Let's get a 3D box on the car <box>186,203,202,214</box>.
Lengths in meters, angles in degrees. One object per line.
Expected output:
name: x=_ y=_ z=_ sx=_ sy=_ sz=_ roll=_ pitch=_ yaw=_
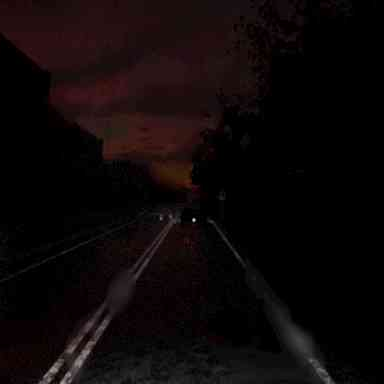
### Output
car: x=0.194 y=2.021 z=41.481 sx=1.895 sy=1.301 sz=4.718 roll=0 pitch=-1 yaw=0

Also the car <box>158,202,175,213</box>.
car: x=-3.239 y=2.003 z=43.250 sx=2.033 sy=1.411 sz=5.357 roll=0 pitch=-1 yaw=0

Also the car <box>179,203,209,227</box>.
car: x=0.134 y=1.657 z=24.292 sx=1.837 sy=1.490 sz=4.892 roll=0 pitch=-1 yaw=0
